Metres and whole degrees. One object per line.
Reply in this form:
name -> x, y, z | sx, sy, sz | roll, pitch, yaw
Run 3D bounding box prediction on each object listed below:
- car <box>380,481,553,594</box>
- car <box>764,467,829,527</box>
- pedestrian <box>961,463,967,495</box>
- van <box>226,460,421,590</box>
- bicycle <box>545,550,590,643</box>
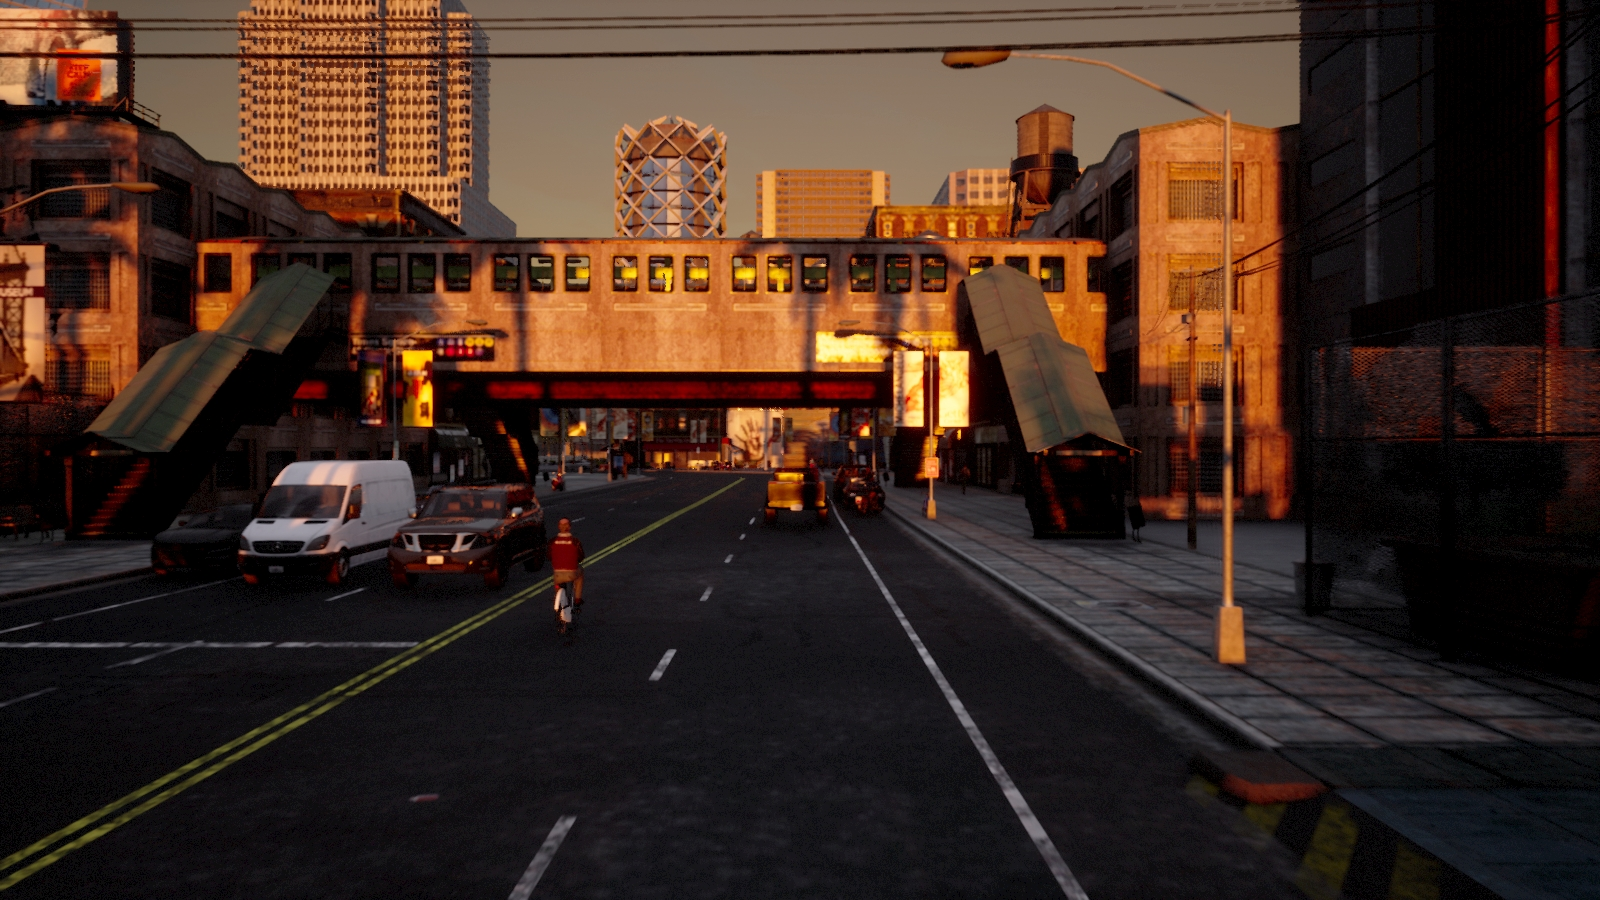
car -> -7.066, 1.779, 24.951 | 2.150, 2.045, 5.566 | 0, 0, 0
car -> -0.130, 1.753, 44.913 | 2.390, 2.098, 6.274 | 0, 0, 0
pedestrian -> 9.583, 1.695, 66.796 | 0.375, 1.860, 0.375 | 0, 0, 6
van -> -10.570, 1.534, 25.943 | 1.988, 2.561, 5.915 | 0, 0, 0
bicycle -> -3.540, 2.210, 17.521 | 0.329, 1.171, 1.835 | 0, 0, 0
